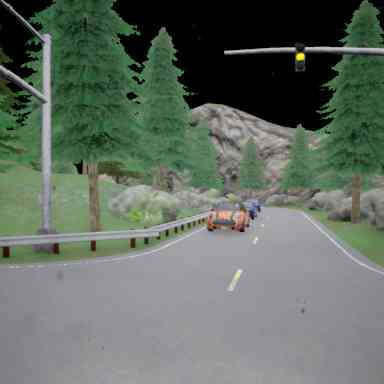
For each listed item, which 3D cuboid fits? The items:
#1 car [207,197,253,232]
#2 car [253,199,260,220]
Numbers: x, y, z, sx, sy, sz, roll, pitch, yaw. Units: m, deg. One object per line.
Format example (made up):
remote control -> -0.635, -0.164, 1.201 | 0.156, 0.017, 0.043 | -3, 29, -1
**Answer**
car -> 2.310, 1.383, 20.322 | 2.097, 1.767, 4.553 | 0, 0, 15
car -> 4.653, 1.522, 29.154 | 1.882, 1.535, 5.008 | 0, 0, 15
